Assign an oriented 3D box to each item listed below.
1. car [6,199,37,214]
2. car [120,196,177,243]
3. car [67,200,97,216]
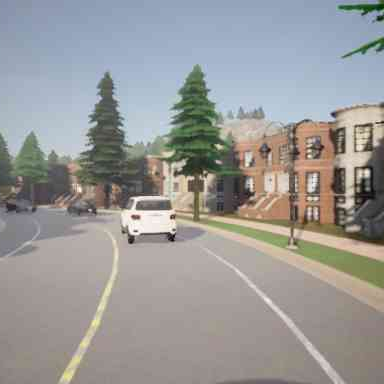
[{"bbox_3d":[-18.455,1.536,35.941,4.902,1.511,2.128,0,0,43],"label":"car"},{"bbox_3d":[-2.264,1.225,16.450,2.150,2.045,5.566,0,0,-16],"label":"car"},{"bbox_3d":[-10.975,1.550,33.153,1.812,1.442,4.674,0,0,-37],"label":"car"}]
